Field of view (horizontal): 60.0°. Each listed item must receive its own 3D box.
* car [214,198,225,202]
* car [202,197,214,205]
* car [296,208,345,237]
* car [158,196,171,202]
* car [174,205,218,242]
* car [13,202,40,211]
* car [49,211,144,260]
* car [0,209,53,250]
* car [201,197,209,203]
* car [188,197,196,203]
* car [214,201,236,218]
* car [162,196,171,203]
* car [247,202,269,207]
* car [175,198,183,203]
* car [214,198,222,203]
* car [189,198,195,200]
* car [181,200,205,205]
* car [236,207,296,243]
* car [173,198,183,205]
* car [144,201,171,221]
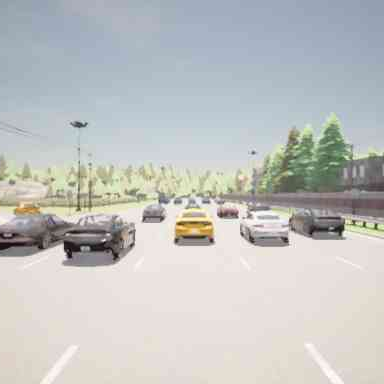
[{"bbox_3d":[7.008,2.335,80.282,2.128,1.511,4.902,0,-1,0],"label":"car"},{"bbox_3d":[3.508,2.288,80.283,1.882,1.535,5.008,0,-1,0],"label":"car"},{"bbox_3d":[7.102,1.690,19.370,2.128,1.511,4.902,0,-1,0],"label":"car"},{"bbox_3d":[-6.992,2.035,80.316,2.150,2.045,5.566,0,-1,0],"label":"car"},{"bbox_3d":[0.103,1.655,17.475,1.882,1.535,5.008,0,-1,0],"label":"car"},{"bbox_3d":[-17.505,1.837,35.149,1.882,1.535,5.008,1,-1,-38],"label":"car"},{"bbox_3d":[-3.400,1.623,13.040,2.128,1.511,4.902,0,-1,0],"label":"car"},{"bbox_3d":[-6.900,1.698,15.010,2.033,1.411,5.357,0,-1,0],"label":"car"},{"bbox_3d":[3.509,2.257,90.703,1.837,1.490,4.892,0,-1,0],"label":"car"},{"bbox_3d":[0.009,2.234,90.704,1.882,1.535,5.008,0,-1,0],"label":"car"},{"bbox_3d":[3.604,1.952,34.396,1.895,1.301,4.718,0,-1,0],"label":"car"},{"bbox_3d":[-6.991,2.112,90.676,2.097,1.767,4.553,0,-1,0],"label":"car"},{"bbox_3d":[7.104,1.858,35.905,2.128,1.511,4.902,0,-1,0],"label":"car"},{"bbox_3d":[-3.491,2.282,90.704,2.128,1.511,4.902,0,-1,0],"label":"car"},{"bbox_3d":[7.009,2.281,90.703,1.812,1.442,4.674,0,-1,0],"label":"car"},{"bbox_3d":[0.008,2.288,80.283,1.882,1.535,5.008,0,-1,0],"label":"car"},{"bbox_3d":[0.104,1.937,36.504,1.994,1.385,4.181,0,-1,0],"label":"car"},{"bbox_3d":[3.603,1.700,17.064,1.812,1.442,4.674,0,-1,0],"label":"car"},{"bbox_3d":[-3.492,2.310,80.283,1.837,1.490,4.892,0,-1,0],"label":"car"},{"bbox_3d":[-3.396,1.859,30.579,2.033,1.411,5.357,0,-1,0],"label":"car"}]
